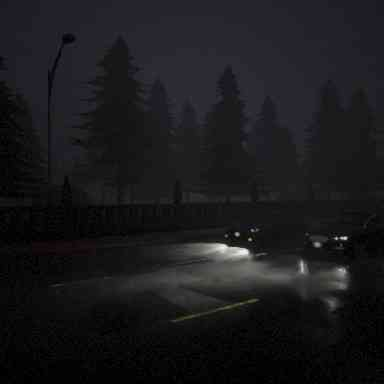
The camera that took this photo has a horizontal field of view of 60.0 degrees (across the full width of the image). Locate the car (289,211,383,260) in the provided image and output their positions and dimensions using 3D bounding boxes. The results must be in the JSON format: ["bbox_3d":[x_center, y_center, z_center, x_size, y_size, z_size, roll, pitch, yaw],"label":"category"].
[{"bbox_3d":[6.211,1.491,12.506,4.902,1.511,2.128,0,0,-34],"label":"car"}]

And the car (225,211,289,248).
[{"bbox_3d":[3.514,1.564,14.900,4.181,1.385,1.994,0,0,-34],"label":"car"}]
